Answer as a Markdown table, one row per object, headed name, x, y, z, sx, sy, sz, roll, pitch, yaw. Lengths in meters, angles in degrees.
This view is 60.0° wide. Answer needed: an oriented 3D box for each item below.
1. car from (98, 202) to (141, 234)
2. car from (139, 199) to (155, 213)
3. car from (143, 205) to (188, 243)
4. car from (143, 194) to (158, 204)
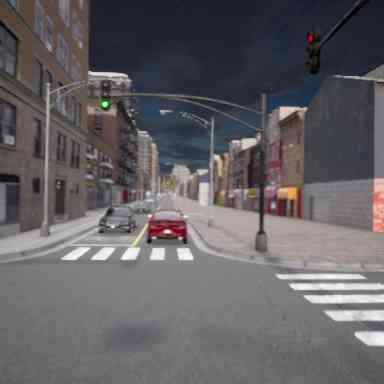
| name | x | y | z | sx | sy | sz | roll | pitch | yaw |
| --- | --- | --- | --- | --- | --- | --- | --- | --- | --- |
| car | -4.446 | 1.632 | 20.415 | 1.837 | 1.490 | 4.892 | 1 | 0 | -4 |
| car | -5.737 | 1.870 | 38.763 | 1.994 | 1.385 | 4.181 | 1 | -1 | -4 |
| car | -1.256 | 1.623 | 17.149 | 1.882 | 1.535 | 5.008 | 1 | -1 | -4 |
| car | -6.762 | 1.338 | 54.597 | 2.150 | 2.045 | 5.566 | 1 | -1 | -4 |
